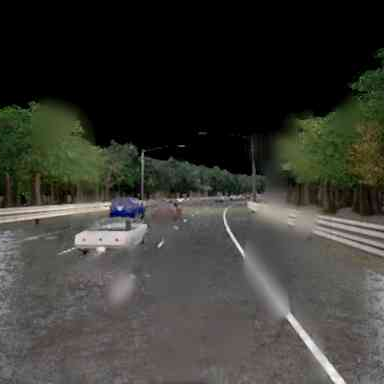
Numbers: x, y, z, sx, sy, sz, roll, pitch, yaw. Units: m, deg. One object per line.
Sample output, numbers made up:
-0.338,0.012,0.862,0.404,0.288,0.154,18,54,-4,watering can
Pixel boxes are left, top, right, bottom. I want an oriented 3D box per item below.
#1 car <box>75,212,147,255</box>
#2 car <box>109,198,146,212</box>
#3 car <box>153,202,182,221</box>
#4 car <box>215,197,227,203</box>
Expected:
-3.104,1.730,13.875,1.895,1.301,4.718,0,-1,2,car
-5.708,1.518,29.925,2.150,2.045,5.566,0,-1,4,car
-2.146,1.661,30.453,2.097,1.767,4.553,0,-1,4,car
8.031,2.226,95.072,2.097,1.767,4.553,0,0,14,car
